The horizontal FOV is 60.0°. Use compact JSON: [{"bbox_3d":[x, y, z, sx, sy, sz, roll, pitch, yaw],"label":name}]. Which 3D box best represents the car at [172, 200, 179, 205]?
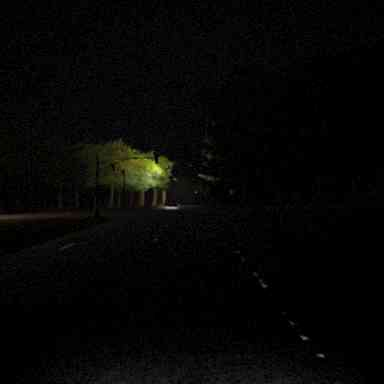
[{"bbox_3d":[-4.778,3.031,95.341,1.837,1.490,4.892,0,-2,-1],"label":"car"}]

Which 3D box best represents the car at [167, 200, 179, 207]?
[{"bbox_3d":[-4.182,2.318,68.140,2.128,1.511,4.902,0,-1,-1],"label":"car"}]
